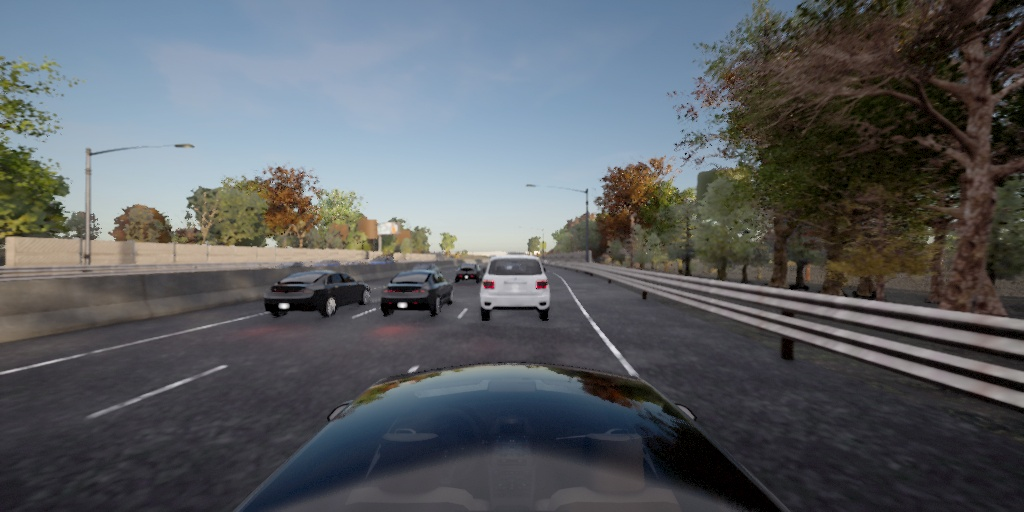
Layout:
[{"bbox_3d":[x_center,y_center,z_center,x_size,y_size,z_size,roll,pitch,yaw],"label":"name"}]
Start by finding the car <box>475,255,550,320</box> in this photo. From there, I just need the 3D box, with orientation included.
[{"bbox_3d":[0.086,1.008,13.005,2.150,2.045,5.566,0,0,0],"label":"car"}]

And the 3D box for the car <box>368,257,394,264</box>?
[{"bbox_3d":[-17.577,1.150,48.264,2.150,2.045,5.566,0,-1,0],"label":"car"}]

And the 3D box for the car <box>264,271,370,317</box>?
[{"bbox_3d":[-6.916,1.291,13.317,1.837,1.490,4.892,0,-1,0],"label":"car"}]

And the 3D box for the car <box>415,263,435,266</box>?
[{"bbox_3d":[-6.915,1.337,29.118,2.128,1.511,4.902,0,0,0],"label":"car"}]

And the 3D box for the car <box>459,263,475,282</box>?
[{"bbox_3d":[-3.414,1.352,29.399,1.837,1.490,4.892,0,0,0],"label":"car"}]

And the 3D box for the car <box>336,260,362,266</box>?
[{"bbox_3d":[-21.075,1.488,47.816,1.994,1.385,4.181,0,0,0],"label":"car"}]

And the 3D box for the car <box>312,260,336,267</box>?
[{"bbox_3d":[-24.573,1.274,47.688,2.097,1.767,4.553,0,0,0],"label":"car"}]

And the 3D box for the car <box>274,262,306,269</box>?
[{"bbox_3d":[-28.048,1.438,45.610,1.812,1.442,4.674,0,0,0],"label":"car"}]

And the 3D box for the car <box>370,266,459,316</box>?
[{"bbox_3d":[-3.415,1.295,13.624,1.837,1.490,4.892,0,0,0],"label":"car"}]
